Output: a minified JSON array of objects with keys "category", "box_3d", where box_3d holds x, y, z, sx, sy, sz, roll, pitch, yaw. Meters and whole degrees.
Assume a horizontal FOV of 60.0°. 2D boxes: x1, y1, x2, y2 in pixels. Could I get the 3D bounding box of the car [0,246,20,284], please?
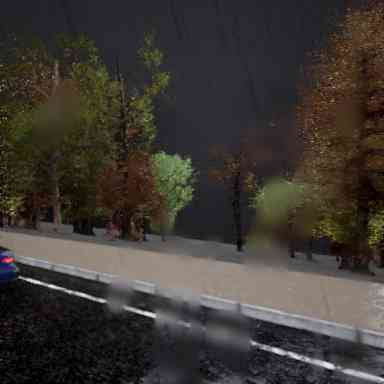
[{"category":"car","box_3d":[-6.375,1.556,8.211,5.357,1.411,2.033,0,0,35]}]
